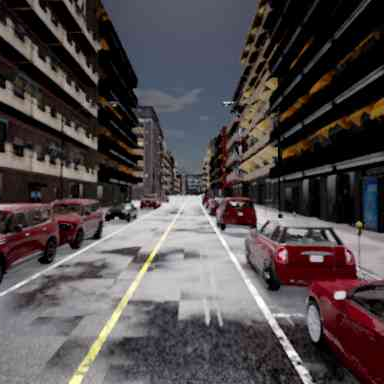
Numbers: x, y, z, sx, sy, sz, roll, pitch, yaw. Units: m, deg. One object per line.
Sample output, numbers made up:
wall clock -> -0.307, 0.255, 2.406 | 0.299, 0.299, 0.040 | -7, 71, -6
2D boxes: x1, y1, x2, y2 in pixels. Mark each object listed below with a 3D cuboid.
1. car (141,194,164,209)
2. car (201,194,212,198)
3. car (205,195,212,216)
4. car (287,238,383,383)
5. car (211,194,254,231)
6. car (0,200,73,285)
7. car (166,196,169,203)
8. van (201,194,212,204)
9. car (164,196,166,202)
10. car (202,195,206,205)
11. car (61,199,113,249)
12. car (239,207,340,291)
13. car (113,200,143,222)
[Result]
car -> -5.264, 1.187, 42.122 | 2.192, 1.841, 5.009 | 1, 0, 0
car -> 2.589, 1.171, 53.124 | 2.192, 1.841, 5.009 | 1, 0, 0
car -> 2.572, 1.336, 30.999 | 1.967, 1.590, 4.097 | 1, 0, 0
car -> 2.585, 1.531, 3.343 | 1.887, 1.381, 4.507 | 1, 0, 0
car -> 2.567, 1.242, 19.935 | 2.192, 1.841, 5.009 | 1, 0, 0
car -> -5.286, 1.281, 8.940 | 2.192, 1.841, 5.009 | 1, 0, 0
car -> -5.256, 1.430, 64.248 | 1.802, 1.307, 4.206 | 1, 0, 0
van -> 2.592, 1.192, 58.656 | 1.690, 1.788, 3.998 | 1, 0, 0
car -> -5.266, 1.408, 47.654 | 1.887, 1.381, 4.507 | 1, 0, 0
car -> 2.576, 1.454, 42.062 | 1.802, 1.307, 4.206 | 1, 0, 0
car -> -5.282, 1.261, 14.469 | 2.192, 1.841, 5.009 | 1, 0, 0
car -> 2.599, 1.406, 8.874 | 1.967, 1.590, 4.097 | 1, 0, 0
car -> -5.281, 1.477, 25.533 | 1.947, 1.339, 4.313 | 1, 0, 0
